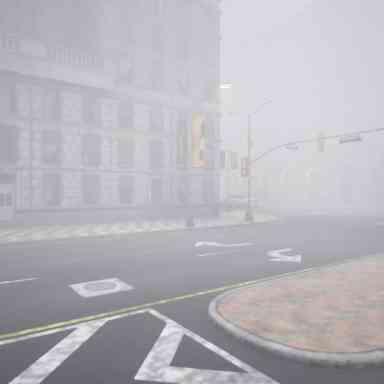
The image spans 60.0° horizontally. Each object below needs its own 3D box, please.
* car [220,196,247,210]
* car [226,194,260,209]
[{"bbox_3d":[4.683,1.590,43.389,1.994,1.385,4.181,0,0,-36],"label":"car"},{"bbox_3d":[6.855,1.251,46.354,2.150,2.045,5.566,0,0,-37],"label":"car"}]
